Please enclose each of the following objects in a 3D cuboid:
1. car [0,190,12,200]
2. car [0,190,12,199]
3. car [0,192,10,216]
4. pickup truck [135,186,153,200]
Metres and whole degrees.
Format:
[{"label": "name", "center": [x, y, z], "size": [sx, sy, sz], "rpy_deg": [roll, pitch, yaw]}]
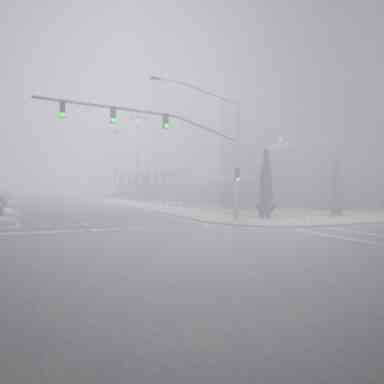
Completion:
[{"label": "car", "center": [-28.509, 0.402, 50.678], "size": [1.895, 1.301, 4.718], "rpy_deg": [1, 1, -27]}, {"label": "car", "center": [-19.767, 0.788, 33.842], "size": [1.895, 1.301, 4.718], "rpy_deg": [1, 1, -27]}, {"label": "car", "center": [-15.075, 0.941, 24.875], "size": [2.033, 1.411, 5.357], "rpy_deg": [1, 1, -28]}, {"label": "pickup truck", "center": [-7.424, 0.170, 53.835], "size": [2.390, 2.098, 6.274], "rpy_deg": [1, 1, 3]}]
